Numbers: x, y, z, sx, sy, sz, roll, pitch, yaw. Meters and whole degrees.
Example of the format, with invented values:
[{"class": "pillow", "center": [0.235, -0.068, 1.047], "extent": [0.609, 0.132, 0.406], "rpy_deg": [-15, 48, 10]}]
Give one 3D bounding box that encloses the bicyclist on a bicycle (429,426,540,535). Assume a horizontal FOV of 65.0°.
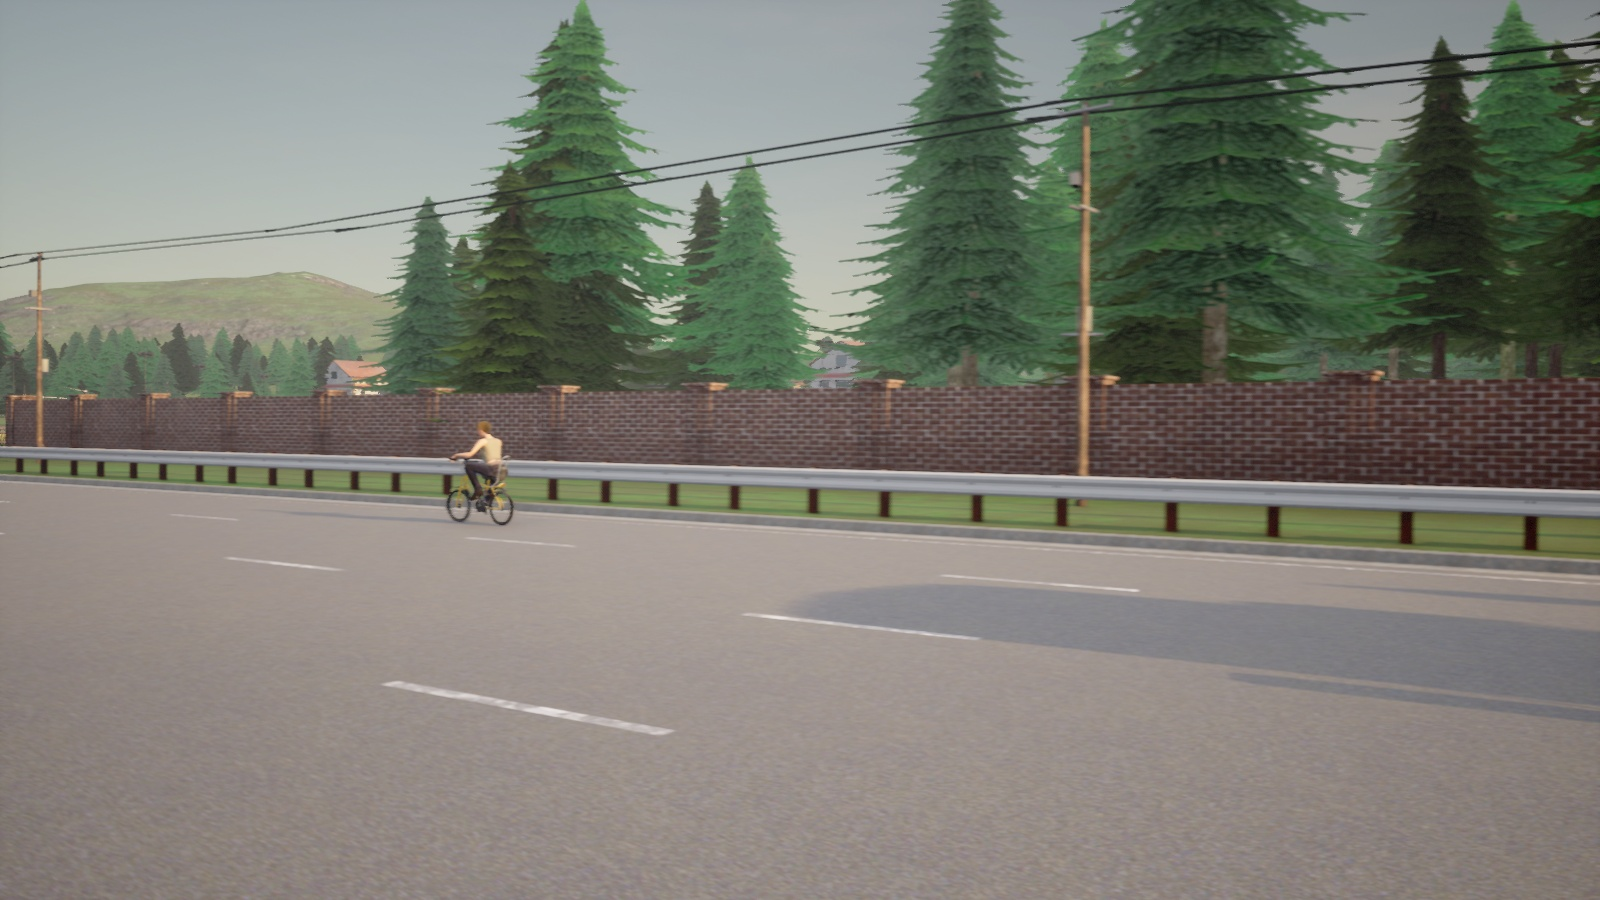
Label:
[{"class": "bicyclist on a bicycle", "center": [-4.897, 0.447, 19.474], "extent": [1.509, 1.612, 0.866], "rpy_deg": [0, 1, 34]}]
